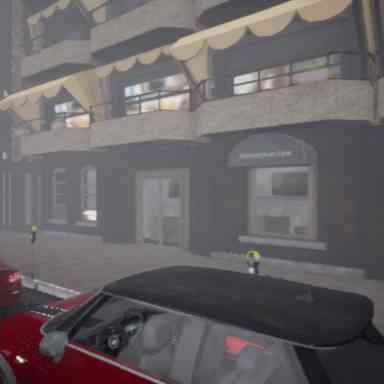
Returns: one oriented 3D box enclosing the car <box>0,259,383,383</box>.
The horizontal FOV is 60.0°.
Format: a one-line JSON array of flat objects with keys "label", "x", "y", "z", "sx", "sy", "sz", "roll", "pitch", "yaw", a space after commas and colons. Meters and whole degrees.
[{"label": "car", "x": -0.255, "y": 1.437, "z": 3.056, "sx": 4.097, "sy": 1.590, "sz": 1.967, "roll": 0, "pitch": 0, "yaw": 35}]
